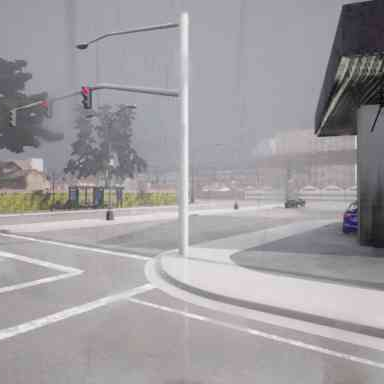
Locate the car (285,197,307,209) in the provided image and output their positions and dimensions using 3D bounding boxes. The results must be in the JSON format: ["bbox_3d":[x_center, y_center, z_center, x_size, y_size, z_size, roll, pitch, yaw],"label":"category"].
[{"bbox_3d":[14.526,1.505,46.567,1.837,1.490,4.892,0,0,36],"label":"car"}]

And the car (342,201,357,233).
[{"bbox_3d":[9.530,1.295,17.671,2.242,1.667,4.611,0,0,37],"label":"car"}]
